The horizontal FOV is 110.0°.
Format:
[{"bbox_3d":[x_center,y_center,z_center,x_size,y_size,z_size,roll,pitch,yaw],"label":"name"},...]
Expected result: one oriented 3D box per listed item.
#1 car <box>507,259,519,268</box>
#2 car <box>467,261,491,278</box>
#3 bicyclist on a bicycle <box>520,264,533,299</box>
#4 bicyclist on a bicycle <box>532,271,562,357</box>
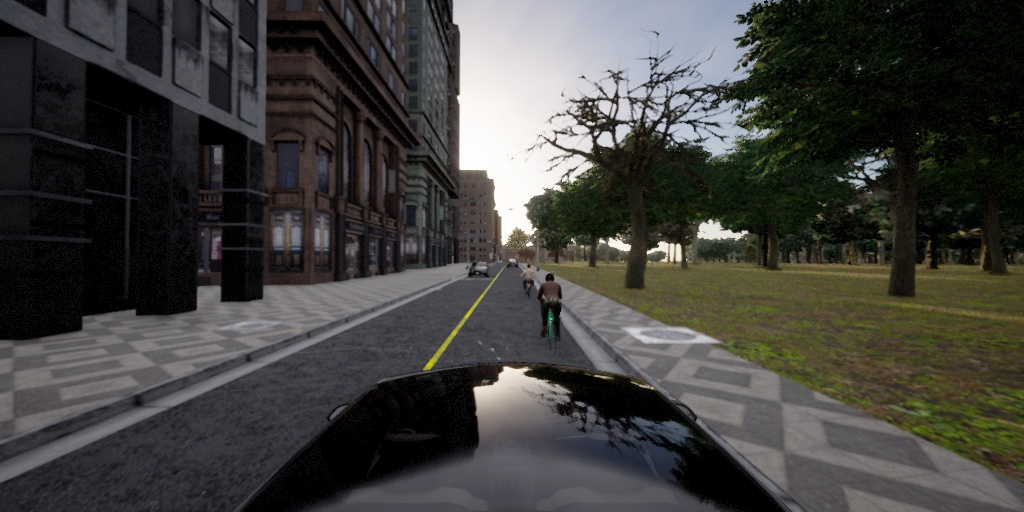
[{"bbox_3d":[0.112,1.373,63.865,1.812,1.442,4.674,0,0,0],"label":"car"},{"bbox_3d":[-3.093,1.284,34.449,1.837,1.490,4.892,0,0,0],"label":"car"},{"bbox_3d":[0.793,1.194,17.126,0.866,1.612,1.509,0,0,0],"label":"bicyclist on a bicycle"},{"bbox_3d":[0.826,1.205,7.655,0.582,1.620,1.656,0,0,0],"label":"bicyclist on a bicycle"}]
